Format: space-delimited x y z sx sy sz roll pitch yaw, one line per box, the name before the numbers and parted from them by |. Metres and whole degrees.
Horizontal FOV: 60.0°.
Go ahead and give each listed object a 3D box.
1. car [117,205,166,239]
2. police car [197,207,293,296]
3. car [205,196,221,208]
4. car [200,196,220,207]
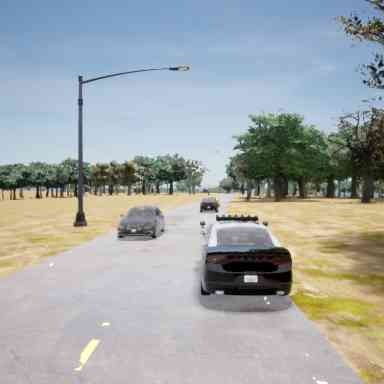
car | -2.507 1.495 17.349 1.837 1.490 4.892 0 0 3
police car | 1.168 1.423 8.812 1.930 1.638 5.238 0 0 1
car | 2.983 1.320 47.174 1.882 1.535 5.008 0 0 8
car | 1.959 1.394 36.799 1.882 1.535 5.008 0 0 6
